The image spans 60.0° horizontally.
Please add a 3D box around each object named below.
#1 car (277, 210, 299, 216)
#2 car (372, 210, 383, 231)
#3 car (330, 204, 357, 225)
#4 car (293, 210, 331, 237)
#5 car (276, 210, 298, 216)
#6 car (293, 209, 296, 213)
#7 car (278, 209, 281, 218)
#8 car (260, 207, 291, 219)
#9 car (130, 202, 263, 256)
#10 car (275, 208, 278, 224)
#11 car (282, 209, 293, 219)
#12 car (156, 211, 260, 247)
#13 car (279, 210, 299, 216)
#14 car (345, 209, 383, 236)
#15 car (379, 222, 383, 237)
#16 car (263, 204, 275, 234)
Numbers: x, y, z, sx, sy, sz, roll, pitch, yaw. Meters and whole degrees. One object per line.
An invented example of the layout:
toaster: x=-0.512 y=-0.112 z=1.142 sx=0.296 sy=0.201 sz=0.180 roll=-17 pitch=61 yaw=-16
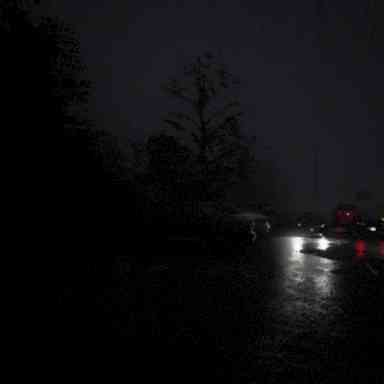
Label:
car: x=23.703 y=5.139 z=81.851 sx=5.008 sy=1.535 sz=2.097 roll=0 pitch=-3 yaw=20
car: x=16.971 y=2.228 z=25.511 sx=5.366 sy=1.575 sz=1.946 roll=0 pitch=-2 yaw=19
car: x=15.747 y=2.303 z=34.196 sx=2.150 sy=2.045 sz=5.566 roll=0 pitch=-2 yaw=19
car: x=7.875 y=2.048 z=21.937 sx=1.812 sy=1.442 sz=4.674 roll=0 pitch=-2 yaw=20
car: x=22.612 y=4.959 z=78.770 sx=4.892 sy=1.521 sz=2.231 roll=0 pitch=-3 yaw=20
car: x=21.506 y=4.817 z=75.689 sx=4.674 sy=1.452 sz=2.002 roll=0 pitch=-3 yaw=20
car: x=4.330 y=2.146 z=27.642 sx=5.366 sy=1.575 sz=1.946 roll=0 pitch=-2 yaw=19
car: x=13.284 y=3.308 z=52.833 sx=4.553 sy=1.767 sz=2.185 roll=0 pitch=-3 yaw=19
car: x=0.008 y=1.478 z=14.506 sx=5.566 sy=2.045 sz=2.435 roll=0 pitch=-1 yaw=19
car: x=3.455 y=2.051 z=25.131 sx=5.366 sy=1.575 sz=1.946 roll=0 pitch=-2 yaw=19
car: x=12.283 y=3.300 z=49.820 sx=4.674 sy=1.452 sz=2.002 roll=0 pitch=-3 yaw=19
car: x=0.851 y=1.798 z=17.032 sx=4.892 sy=1.521 sz=2.231 roll=0 pitch=-1 yaw=19
car: x=24.770 y=5.353 z=84.806 sx=4.674 sy=1.452 sz=2.002 roll=0 pitch=-3 yaw=20
car: x=11.360 y=2.078 z=21.666 sx=1.812 sy=1.442 sz=4.674 roll=0 pitch=-2 yaw=19
car: x=7.071 y=1.802 z=9.897 sx=1.895 sy=1.301 sz=4.718 roll=0 pitch=-1 yaw=22
car: x=1.780 y=1.619 z=19.671 sx=5.566 sy=2.045 sz=2.435 roll=0 pitch=-1 yaw=19
